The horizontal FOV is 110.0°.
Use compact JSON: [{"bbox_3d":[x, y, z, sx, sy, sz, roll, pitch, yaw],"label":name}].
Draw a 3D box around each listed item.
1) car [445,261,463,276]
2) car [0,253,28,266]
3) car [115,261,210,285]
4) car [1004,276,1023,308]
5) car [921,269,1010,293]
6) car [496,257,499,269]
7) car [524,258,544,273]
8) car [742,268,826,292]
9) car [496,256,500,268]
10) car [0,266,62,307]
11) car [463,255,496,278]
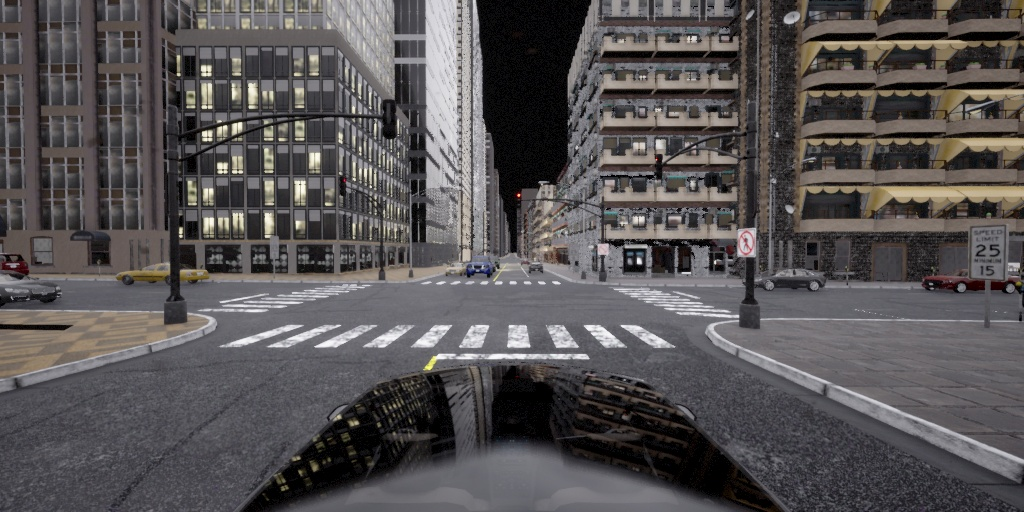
[{"bbox_3d":[-5.629,1.265,36.361,1.751,1.417,4.829,0,0,0],"label":"car"},{"bbox_3d":[-33.577,0.712,22.468,5.009,1.841,2.192,0,0,1],"label":"car"},{"bbox_3d":[-21.631,1.029,22.242,4.829,1.417,1.751,0,0,1],"label":"car"},{"bbox_3d":[21.736,1.576,13.208,4.313,1.339,1.948,0,0,1],"label":"car"},{"bbox_3d":[27.409,1.461,21.499,4.507,1.381,1.888,0,0,1],"label":"car"},{"bbox_3d":[-3.017,1.216,44.793,1.882,1.535,5.008,0,0,0],"label":"car"},{"bbox_3d":[2.762,1.289,42.170,2.007,1.370,4.403,0,0,0],"label":"car"},{"bbox_3d":[16.344,1.375,21.674,4.403,1.370,2.007,0,0,1],"label":"car"},{"bbox_3d":[-2.994,0.957,55.349,2.150,2.045,5.566,0,0,0],"label":"car"},{"bbox_3d":[-20.265,1.204,13.905,4.403,1.370,2.007,0,0,1],"label":"car"},{"bbox_3d":[-3.042,0.962,34.662,2.150,2.045,5.566,0,0,0],"label":"car"}]
